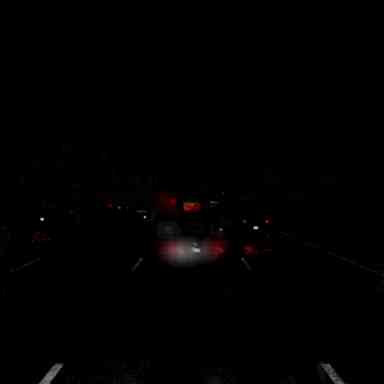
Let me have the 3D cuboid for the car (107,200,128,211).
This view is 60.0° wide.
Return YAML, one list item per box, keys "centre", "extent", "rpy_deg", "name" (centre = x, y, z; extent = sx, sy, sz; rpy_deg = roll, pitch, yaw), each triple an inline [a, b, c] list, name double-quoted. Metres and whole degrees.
- centre: [-10.543, 1.871, 47.273]
  extent: [1.895, 1.301, 4.718]
  rpy_deg: [0, 0, 0]
  name: "car"

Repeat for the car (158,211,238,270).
- centre: [0.101, 1.613, 11.251]
  extent: [2.033, 1.411, 5.357]
  rpy_deg: [0, 0, 0]
  name: "car"

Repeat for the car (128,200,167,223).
- centre: [-3.439, 1.644, 26.729]
  extent: [2.128, 1.511, 4.902]
  rpy_deg: [0, 0, 0]
  name: "car"

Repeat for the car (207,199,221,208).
- centre: [3.430, 1.789, 52.343]
  extent: [2.128, 1.511, 4.902]
  rpy_deg: [0, 0, 0]
  name: "car"

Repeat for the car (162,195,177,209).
- centre: [-3.564, 1.513, 51.440]
  extent: [2.150, 2.045, 5.566]
  rpy_deg: [0, -1, 0]
  name: "car"

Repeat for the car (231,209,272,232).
- centre: [3.587, 1.722, 21.063]
  extent: [1.895, 1.301, 4.718]
  rpy_deg: [0, 0, 0]
  name: "car"

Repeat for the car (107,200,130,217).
- centre: [-6.977, 1.548, 34.030]
  extent: [2.097, 1.767, 4.553]
  rpy_deg: [0, 0, 0]
  name: "car"

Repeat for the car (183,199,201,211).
- centre: [-0.013, 1.585, 40.918]
  extent: [2.097, 1.767, 4.553]
  rpy_deg: [0, 0, 0]
  name: "car"

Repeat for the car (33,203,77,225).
- centre: [-10.436, 1.651, 25.579]
  extent: [1.837, 1.490, 4.892]
  rpy_deg: [0, -1, 0]
  name: "car"
